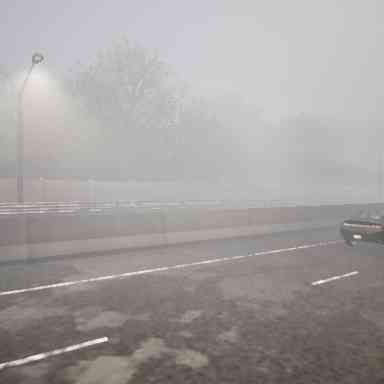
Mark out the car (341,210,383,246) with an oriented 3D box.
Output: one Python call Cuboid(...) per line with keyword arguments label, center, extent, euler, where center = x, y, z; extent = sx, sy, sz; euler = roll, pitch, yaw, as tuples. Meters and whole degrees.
Cuboid(label="car", center=(8.269, 1.499, 14.066), extent=(4.902, 1.511, 2.128), euler=(0, 0, -35))
